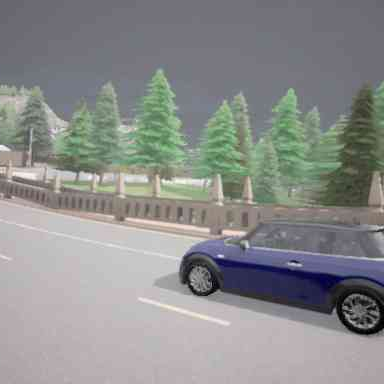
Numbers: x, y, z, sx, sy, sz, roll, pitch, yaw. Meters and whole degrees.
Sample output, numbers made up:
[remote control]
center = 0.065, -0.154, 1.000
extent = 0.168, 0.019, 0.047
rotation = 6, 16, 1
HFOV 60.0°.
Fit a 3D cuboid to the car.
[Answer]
[car]
center = 1.913, 1.324, 6.929
extent = 4.553, 1.767, 2.097
rotation = 1, 1, 35
